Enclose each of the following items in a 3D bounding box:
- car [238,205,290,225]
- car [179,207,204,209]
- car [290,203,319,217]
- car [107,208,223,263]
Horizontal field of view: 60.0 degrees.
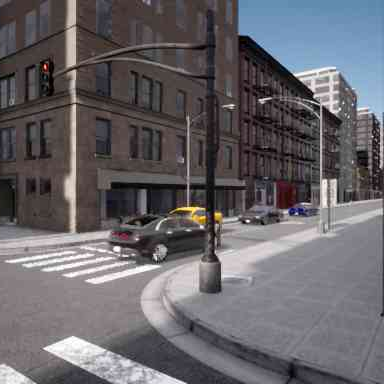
[{"bbox_3d":[5.533,1.703,25.949,2.033,1.411,5.357,0,0,35],"label":"car"},{"bbox_3d":[-0.208,1.575,17.891,1.882,1.535,5.008,0,0,35],"label":"car"},{"bbox_3d":[11.521,1.815,34.329,1.895,1.301,4.718,0,0,36],"label":"car"},{"bbox_3d":[-0.831,1.574,12.376,1.837,1.490,4.892,1,0,40],"label":"car"}]
